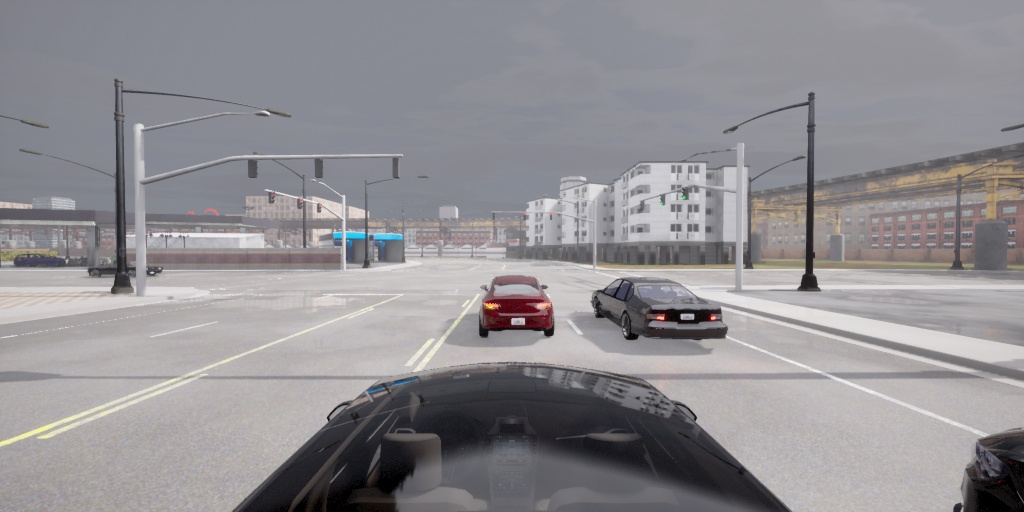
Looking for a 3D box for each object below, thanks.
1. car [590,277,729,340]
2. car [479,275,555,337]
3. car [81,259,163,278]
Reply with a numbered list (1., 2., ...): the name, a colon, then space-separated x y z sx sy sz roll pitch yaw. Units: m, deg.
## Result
1. car: 3.588 1.282 9.852 2.033 1.411 5.357 0 0 0
2. car: 0.077 1.256 10.139 1.812 1.442 4.674 0 0 -1
3. car: -32.755 1.133 30.376 4.718 1.301 1.895 0 1 -1
